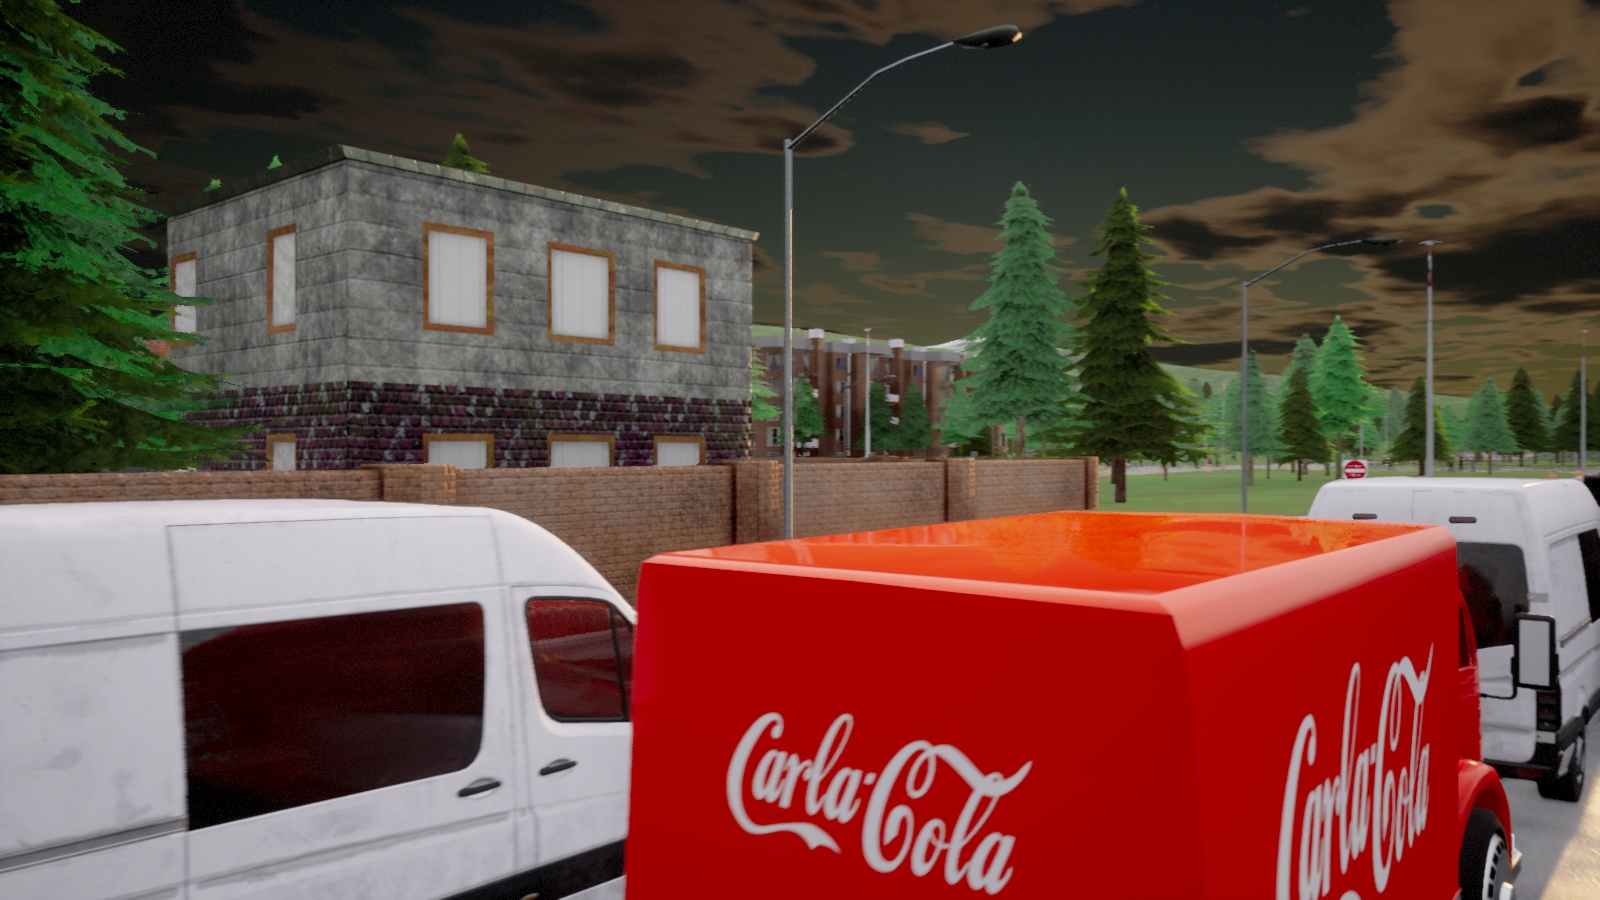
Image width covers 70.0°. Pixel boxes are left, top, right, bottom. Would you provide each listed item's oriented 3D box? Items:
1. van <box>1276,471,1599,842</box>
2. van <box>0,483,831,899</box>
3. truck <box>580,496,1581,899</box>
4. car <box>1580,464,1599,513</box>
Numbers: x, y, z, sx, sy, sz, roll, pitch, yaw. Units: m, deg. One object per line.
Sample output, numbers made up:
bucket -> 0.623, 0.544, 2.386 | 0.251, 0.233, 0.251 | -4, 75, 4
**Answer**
van -> 6.643, 1.537, 11.102 | 1.988, 2.561, 5.915 | 0, 0, 41
van -> -2.480, 1.538, 5.848 | 1.988, 2.561, 5.915 | 0, 0, 41
truck -> 1.846, 1.569, 5.505 | 2.627, 2.467, 5.204 | 0, 0, 40
car -> 38.107, 1.761, 53.112 | 2.390, 2.098, 6.274 | 0, 0, 41
